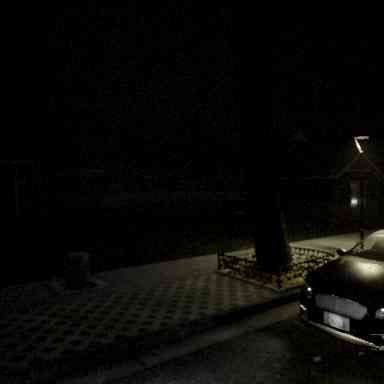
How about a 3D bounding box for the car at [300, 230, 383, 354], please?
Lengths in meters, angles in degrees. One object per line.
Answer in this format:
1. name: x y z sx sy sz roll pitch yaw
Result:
1. car: 3.916 1.436 5.856 4.902 1.511 2.128 -1 0 -35
